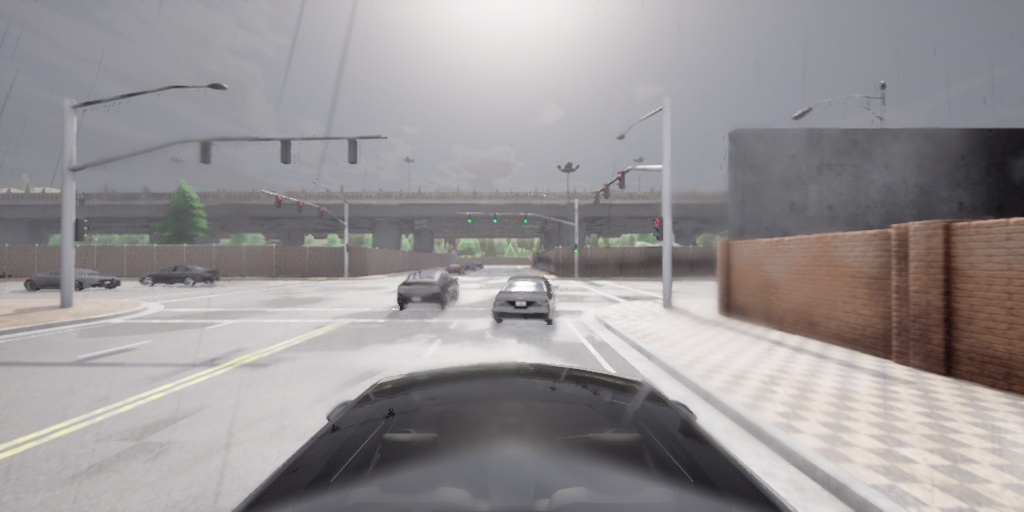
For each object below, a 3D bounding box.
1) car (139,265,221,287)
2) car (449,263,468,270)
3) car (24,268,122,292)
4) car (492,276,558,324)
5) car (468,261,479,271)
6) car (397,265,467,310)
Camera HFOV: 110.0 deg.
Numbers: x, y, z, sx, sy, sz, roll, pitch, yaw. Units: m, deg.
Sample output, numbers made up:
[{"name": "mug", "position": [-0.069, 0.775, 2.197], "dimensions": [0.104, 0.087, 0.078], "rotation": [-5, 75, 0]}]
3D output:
[{"name": "car", "position": [-23.624, 1.398, 25.610], "dimensions": [4.892, 1.490, 1.837], "rotation": [0, -1, 0]}, {"name": "car", "position": [-7.085, 1.586, 44.675], "dimensions": [1.882, 1.535, 5.008], "rotation": [0, 0, 0]}, {"name": "car", "position": [-26.729, 1.425, 21.920], "dimensions": [4.181, 1.385, 1.994], "rotation": [0, 0, 0]}, {"name": "car", "position": [0.573, 1.384, 12.449], "dimensions": [2.033, 1.411, 5.357], "rotation": [0, 0, 7]}, {"name": "car", "position": [-7.047, 1.794, 59.280], "dimensions": [1.994, 1.385, 4.181], "rotation": [0, -1, 1]}, {"name": "car", "position": [-3.404, 1.341, 15.267], "dimensions": [2.128, 1.511, 4.902], "rotation": [0, 0, 0]}]
